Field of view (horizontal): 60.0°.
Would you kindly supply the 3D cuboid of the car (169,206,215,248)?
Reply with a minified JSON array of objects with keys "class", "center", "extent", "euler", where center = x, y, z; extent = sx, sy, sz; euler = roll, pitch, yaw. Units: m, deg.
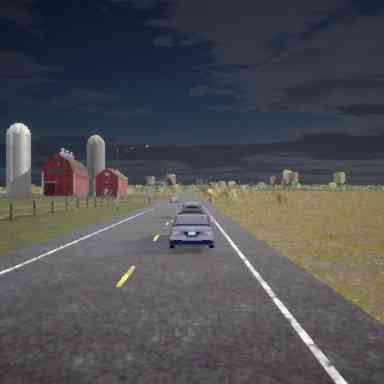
[{"class":"car","center":[0.000,1.558,14.652],"extent":[2.033,1.411,5.357],"euler":[0,0,0]}]

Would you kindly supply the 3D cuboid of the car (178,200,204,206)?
[{"class":"car","center":[0.000,1.503,29.652],"extent":[1.837,1.490,4.892],"euler":[0,0,0]}]

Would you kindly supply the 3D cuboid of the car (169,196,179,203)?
[{"class":"car","center":[-3.500,1.466,66.651],"extent":[2.128,1.511,4.902],"euler":[0,0,0]}]
